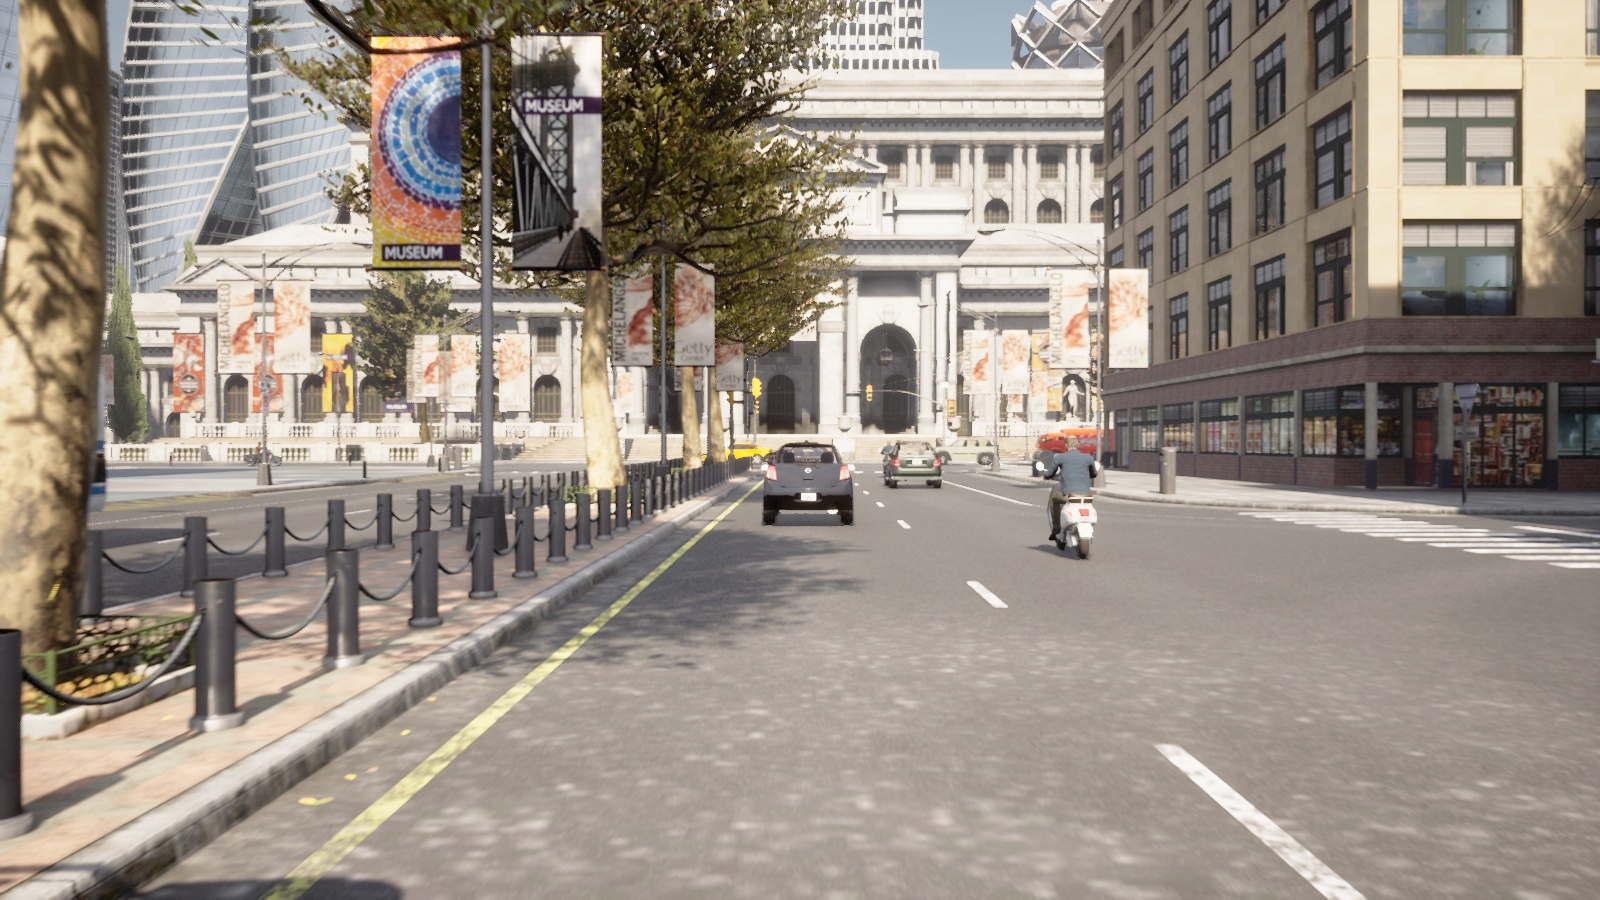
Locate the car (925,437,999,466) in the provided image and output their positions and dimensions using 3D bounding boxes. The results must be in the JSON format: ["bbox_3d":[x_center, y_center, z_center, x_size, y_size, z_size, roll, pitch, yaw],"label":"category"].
[{"bbox_3d":[10.617,0.108,82.627,4.605,1.855,1.932,1,0,1],"label":"car"}]

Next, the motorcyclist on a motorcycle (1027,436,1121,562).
[{"bbox_3d":[3.610,0.609,16.704,0.866,1.590,1.817,0,0,0],"label":"motorcyclist on a motorcycle"}]

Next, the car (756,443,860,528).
[{"bbox_3d":[0.152,0.624,24.131,1.845,1.501,3.633,0,0,0],"label":"car"}]

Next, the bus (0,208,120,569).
[{"bbox_3d":[-11.414,-0.708,12.246,3.944,4.253,10.273,0,0,0],"label":"bus"}]

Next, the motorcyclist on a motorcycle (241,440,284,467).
[{"bbox_3d":[-34.039,0.221,79.557,2.350,1.649,0.766,0,0,0],"label":"motorcyclist on a motorcycle"}]

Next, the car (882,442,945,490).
[{"bbox_3d":[3.752,0.492,41.911,1.789,1.549,3.705,0,0,0],"label":"car"}]

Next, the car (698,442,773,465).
[{"bbox_3d":[-4.422,0.234,86.273,5.008,1.535,1.882,0,0,1],"label":"car"}]

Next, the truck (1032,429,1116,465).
[{"bbox_3d":[18.730,-0.211,86.046,5.204,2.467,2.627,0,0,1],"label":"truck"}]
